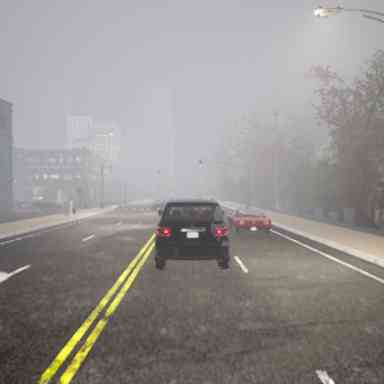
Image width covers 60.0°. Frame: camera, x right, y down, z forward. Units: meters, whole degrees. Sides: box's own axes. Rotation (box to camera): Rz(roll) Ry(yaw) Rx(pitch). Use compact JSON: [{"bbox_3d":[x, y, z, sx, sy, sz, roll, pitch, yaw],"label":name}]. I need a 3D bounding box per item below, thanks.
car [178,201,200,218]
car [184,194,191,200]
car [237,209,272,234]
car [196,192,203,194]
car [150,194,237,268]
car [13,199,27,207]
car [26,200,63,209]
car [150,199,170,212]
[{"bbox_3d":[-0.289,1.601,31.577,1.895,1.301,4.718,0,0,-1],"label":"car"},{"bbox_3d":[-1.245,1.348,93.355,2.128,1.511,4.902,0,0,-1],"label":"car"},{"bbox_3d":[3.132,1.599,19.215,1.895,1.301,4.718,0,0,-1],"label":"car"},{"bbox_3d":[2.004,1.046,93.430,2.150,2.045,5.566,0,0,-1],"label":"car"},{"bbox_3d":[-0.015,1.221,11.384,2.150,2.045,5.566,0,0,-1],"label":"car"},{"bbox_3d":[-29.013,1.827,55.627,4.403,1.369,2.008,-1,1,-1],"label":"car"},{"bbox_3d":[-20.563,1.826,47.231,4.313,1.339,1.947,-1,1,-1],"label":"car"},{"bbox_3d":[-3.748,1.603,39.403,1.994,1.385,4.181,0,0,-1],"label":"car"}]
